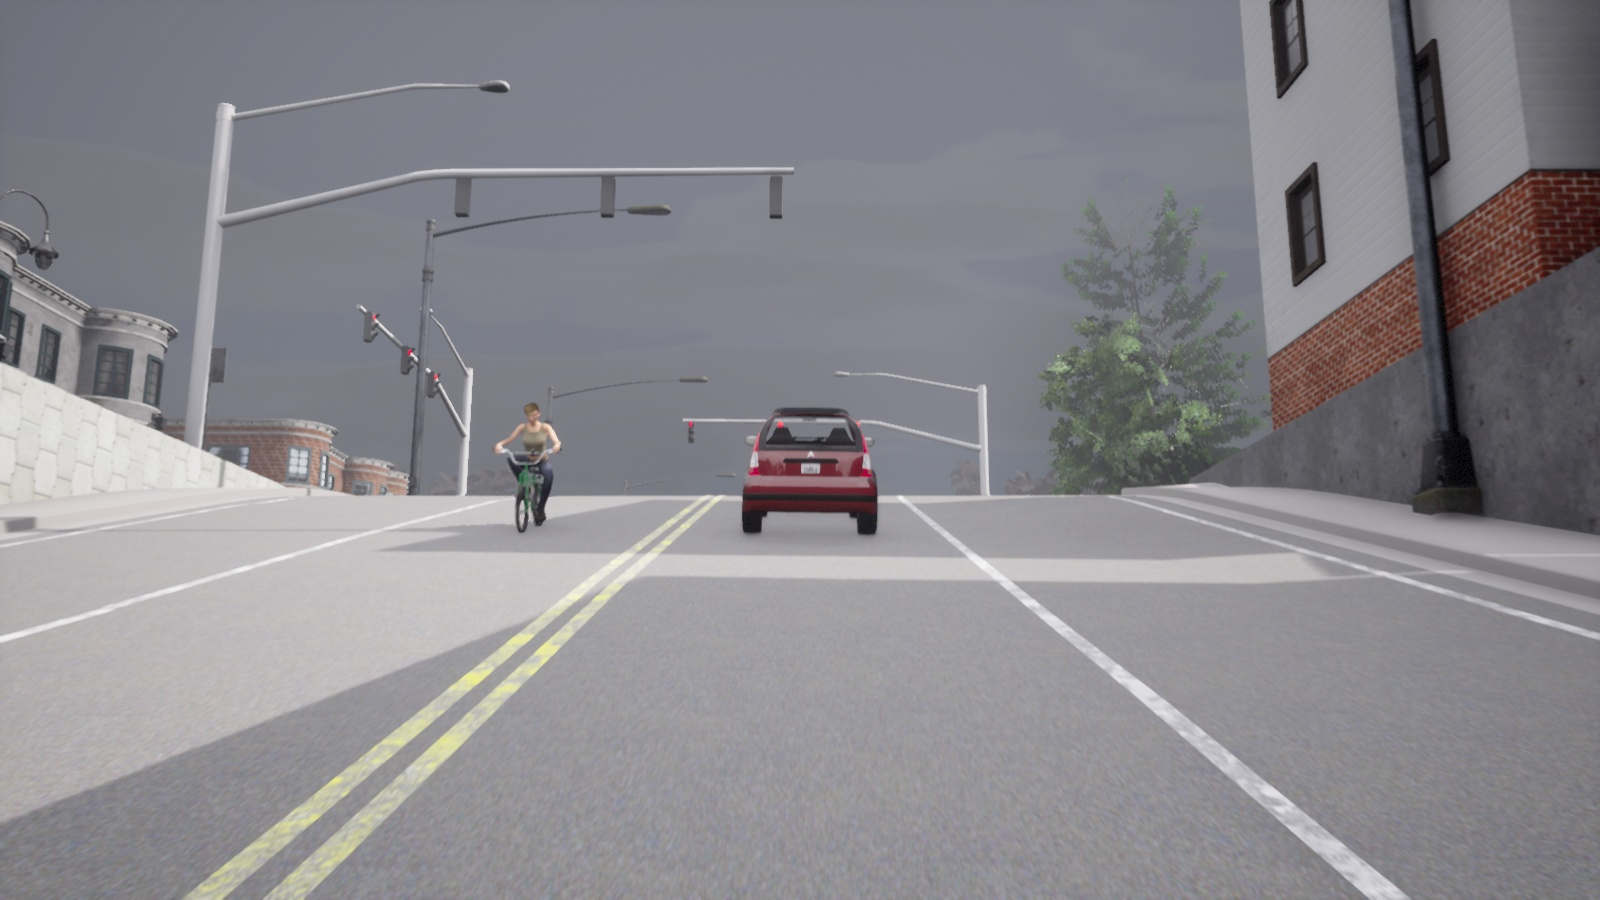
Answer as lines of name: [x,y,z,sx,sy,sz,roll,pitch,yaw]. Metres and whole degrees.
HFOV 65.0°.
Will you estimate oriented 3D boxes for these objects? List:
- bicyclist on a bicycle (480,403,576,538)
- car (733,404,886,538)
bicyclist on a bicycle: [-3.396,0.234,15.812,0.866,1.612,1.509,1,1,0]
car: [0.119,0.215,17.401,1.851,1.617,3.988,1,1,0]
